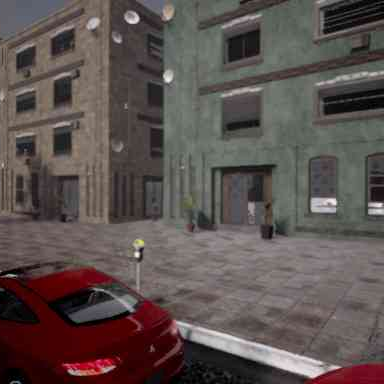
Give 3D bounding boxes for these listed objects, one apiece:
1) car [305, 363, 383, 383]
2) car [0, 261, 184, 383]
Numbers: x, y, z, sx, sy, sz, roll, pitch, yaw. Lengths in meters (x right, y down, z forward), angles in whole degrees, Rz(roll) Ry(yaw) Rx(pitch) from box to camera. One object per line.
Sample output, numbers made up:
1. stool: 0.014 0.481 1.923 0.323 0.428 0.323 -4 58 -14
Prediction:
1. car: 2.485 1.539 1.099 4.507 1.381 1.887 0 0 36
2. car: -2.030 1.598 4.322 4.206 1.307 1.802 0 0 36
